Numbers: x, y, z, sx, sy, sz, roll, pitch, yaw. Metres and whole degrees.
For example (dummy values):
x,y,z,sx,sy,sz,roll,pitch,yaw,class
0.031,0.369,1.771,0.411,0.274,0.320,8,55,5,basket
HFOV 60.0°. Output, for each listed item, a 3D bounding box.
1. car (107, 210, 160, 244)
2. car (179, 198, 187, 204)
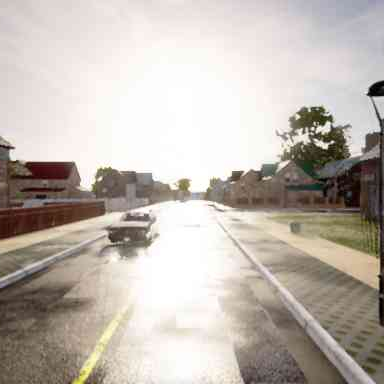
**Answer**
x,y,z,sx,sy,sz,roll,pitch,yaw,class
-2.732,1.648,16.761,2.033,1.411,5.357,0,0,1,car
-2.170,2.331,84.721,1.812,1.442,4.674,0,-1,0,car
